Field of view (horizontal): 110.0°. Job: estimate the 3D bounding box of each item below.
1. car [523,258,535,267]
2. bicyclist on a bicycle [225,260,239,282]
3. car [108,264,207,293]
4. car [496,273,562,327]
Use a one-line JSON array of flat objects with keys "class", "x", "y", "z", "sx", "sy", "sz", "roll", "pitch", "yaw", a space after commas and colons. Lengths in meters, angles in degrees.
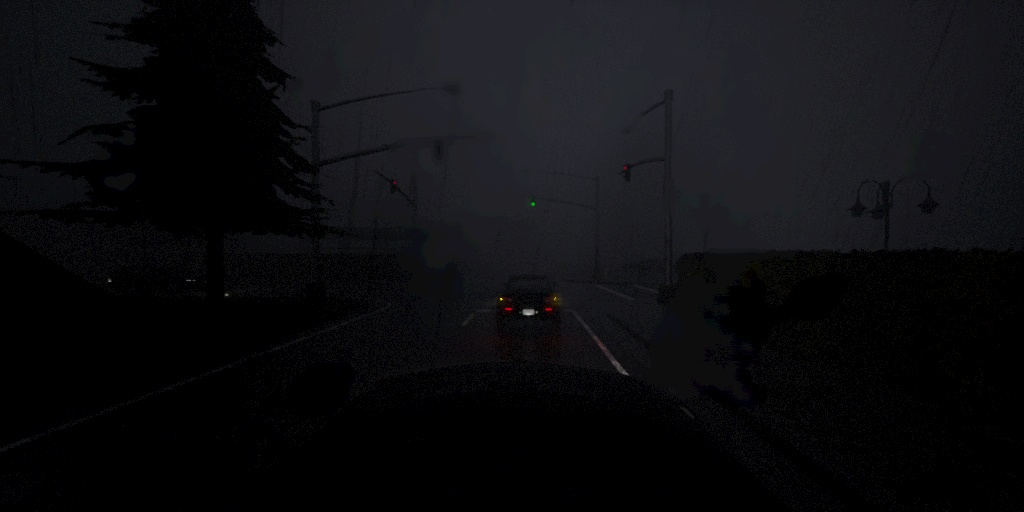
[{"class": "car", "x": 3.017, "y": 1.146, "z": 63.466, "sx": 1.882, "sy": 1.535, "sz": 5.008, "roll": 0, "pitch": 0, "yaw": 3}, {"class": "bicyclist on a bicycle", "x": -20.872, "y": 1.127, "z": 26.593, "sx": 0.582, "sy": 1.620, "sz": 1.656, "roll": 0, "pitch": 0, "yaw": 2}, {"class": "car", "x": -18.921, "y": 1.193, "z": 19.462, "sx": 4.892, "sy": 1.490, "sz": 1.837, "roll": 0, "pitch": 0, "yaw": 2}, {"class": "car", "x": 0.553, "y": 1.263, "z": 11.448, "sx": 1.812, "sy": 1.442, "sz": 4.674, "roll": 0, "pitch": 0, "yaw": 3}]
